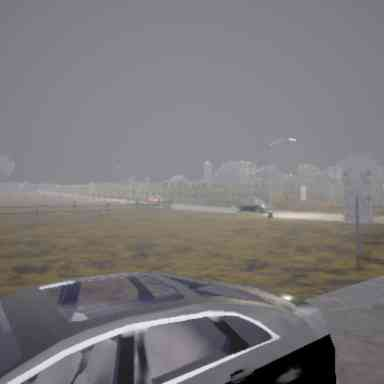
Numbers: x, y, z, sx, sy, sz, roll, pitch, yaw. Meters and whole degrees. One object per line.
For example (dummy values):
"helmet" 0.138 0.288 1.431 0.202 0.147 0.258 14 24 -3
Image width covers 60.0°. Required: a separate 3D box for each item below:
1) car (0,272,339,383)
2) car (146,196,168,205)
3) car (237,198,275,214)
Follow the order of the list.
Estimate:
"car" -0.935 1.491 2.391 4.902 1.511 2.128 0 0 -35
"car" -5.907 1.409 56.386 2.097 1.767 4.553 -1 2 -35
"car" 7.208 1.534 37.761 2.097 1.767 4.553 -1 1 -35
